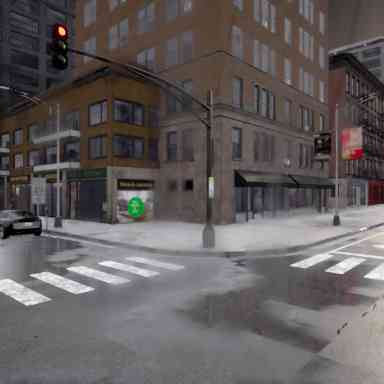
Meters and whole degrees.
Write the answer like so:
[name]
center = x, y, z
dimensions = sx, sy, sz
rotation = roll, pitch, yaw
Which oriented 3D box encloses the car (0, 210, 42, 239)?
[car]
center = -9.326, 1.577, 17.252
dimensions = 4.313, 1.339, 1.947
rotation = 0, 0, 43
